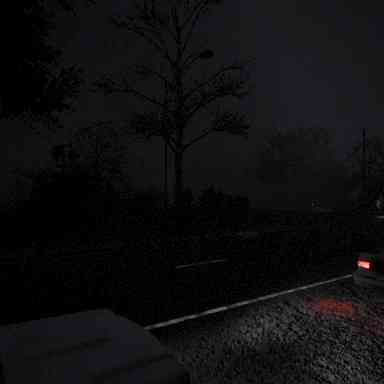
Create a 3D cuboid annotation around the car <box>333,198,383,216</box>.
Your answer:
[{"bbox_3d":[15.921,1.562,32.387,1.994,1.385,4.181,0,0,-26],"label":"car"}]

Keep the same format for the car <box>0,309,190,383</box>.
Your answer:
[{"bbox_3d":[-2.262,1.601,2.099,4.718,1.301,1.895,0,0,-35],"label":"car"}]

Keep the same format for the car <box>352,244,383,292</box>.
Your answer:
[{"bbox_3d":[5.953,1.547,7.816,5.357,1.411,2.033,0,0,-34],"label":"car"}]

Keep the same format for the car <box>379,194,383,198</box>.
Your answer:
[{"bbox_3d":[20.684,1.221,31.808,2.150,2.045,5.566,0,0,-34],"label":"car"}]

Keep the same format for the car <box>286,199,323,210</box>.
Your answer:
[{"bbox_3d":[14.374,1.613,42.757,1.895,1.301,4.718,0,0,-28],"label":"car"}]
